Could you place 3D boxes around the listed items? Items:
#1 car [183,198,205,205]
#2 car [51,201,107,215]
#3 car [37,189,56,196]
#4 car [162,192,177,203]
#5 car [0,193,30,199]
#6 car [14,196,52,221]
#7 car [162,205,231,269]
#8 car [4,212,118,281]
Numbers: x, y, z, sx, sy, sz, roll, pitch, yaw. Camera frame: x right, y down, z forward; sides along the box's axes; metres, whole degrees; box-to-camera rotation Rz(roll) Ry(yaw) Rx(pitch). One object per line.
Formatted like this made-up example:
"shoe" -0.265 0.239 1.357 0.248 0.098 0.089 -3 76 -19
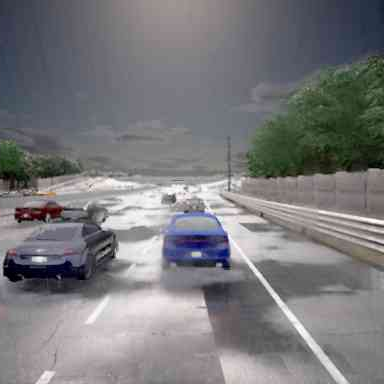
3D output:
"car" 0.196 1.246 29.025 2.033 1.411 5.357 0 1 0
"car" -6.844 1.311 21.525 2.128 1.511 4.902 0 1 0
"car" -27.580 0.260 63.113 1.882 1.535 5.008 0 2 1
"car" -3.251 0.730 47.970 2.128 1.511 4.902 0 2 1
"car" -20.882 0.957 39.589 1.837 1.490 4.892 0 5 1
"car" -10.337 1.273 23.159 1.882 1.535 5.008 0 1 0
"car" 0.118 1.405 10.861 1.882 1.535 5.008 0 0 0
"car" -3.487 1.500 9.629 1.994 1.385 4.181 0 0 0
